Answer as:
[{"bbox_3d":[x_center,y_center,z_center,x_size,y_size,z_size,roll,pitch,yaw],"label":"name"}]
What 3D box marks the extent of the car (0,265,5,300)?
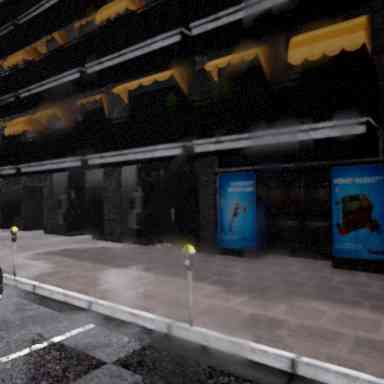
[{"bbox_3d":[-5.531,1.600,6.832,4.403,1.369,2.008,0,-1,35],"label":"car"}]
